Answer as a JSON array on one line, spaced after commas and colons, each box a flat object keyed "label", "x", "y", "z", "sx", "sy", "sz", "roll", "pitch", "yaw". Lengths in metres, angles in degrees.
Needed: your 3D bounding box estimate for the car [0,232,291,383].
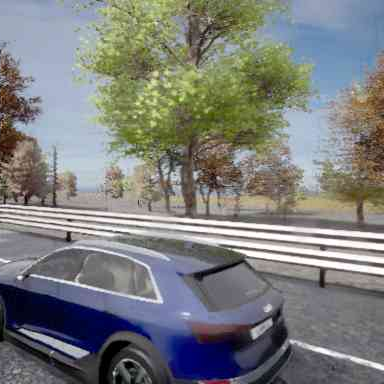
[{"label": "car", "x": -1.126, "y": 1.388, "z": 4.672, "sx": 4.856, "sy": 1.649, "sz": 2.033, "roll": 1, "pitch": 0, "yaw": 36}]
